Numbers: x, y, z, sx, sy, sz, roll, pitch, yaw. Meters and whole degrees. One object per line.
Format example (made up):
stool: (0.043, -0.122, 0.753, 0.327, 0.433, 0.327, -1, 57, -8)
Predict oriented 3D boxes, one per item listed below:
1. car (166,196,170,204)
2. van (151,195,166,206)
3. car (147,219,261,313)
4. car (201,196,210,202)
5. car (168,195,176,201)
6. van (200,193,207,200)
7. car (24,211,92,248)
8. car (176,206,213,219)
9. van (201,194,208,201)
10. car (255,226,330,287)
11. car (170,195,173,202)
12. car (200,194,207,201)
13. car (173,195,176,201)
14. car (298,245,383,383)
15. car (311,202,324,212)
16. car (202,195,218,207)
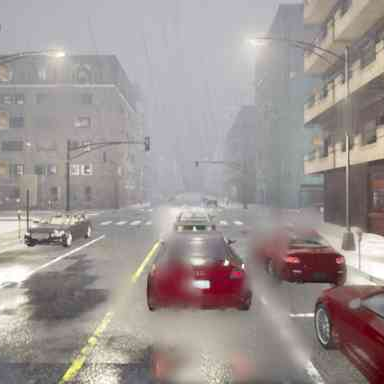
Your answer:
car: (-5.419, 1.556, 58.473, 1.947, 1.339, 4.313, 1, 0, 0)
van: (-5.533, 1.333, 52.811, 1.690, 1.788, 3.998, 1, 0, 0)
car: (0.114, 1.564, 7.742, 1.994, 1.385, 4.181, 0, 0, -1)
car: (3.086, 1.567, 75.398, 1.802, 1.307, 4.206, 1, 0, 0)
car: (-5.210, 1.528, 86.826, 1.887, 1.381, 4.507, 1, 0, 0)
van: (3.215, 1.321, 92.409, 1.690, 1.788, 3.998, 1, 0, 0)
car: (-5.755, 1.550, 14.765, 2.008, 1.369, 4.403, 1, 0, 0)
car: (0.119, 1.599, 16.560, 1.895, 1.301, 4.718, 0, 0, 0)
van: (3.173, 1.323, 86.738, 1.690, 1.788, 3.998, 1, 0, 0)
car: (2.676, 1.581, 9.018, 1.802, 1.307, 4.206, 1, 0, 0)
car: (-5.375, 1.429, 64.143, 1.967, 1.590, 4.097, 1, 0, 0)
car: (3.044, 1.537, 69.728, 2.008, 1.369, 4.403, 1, 0, 0)
car: (-5.294, 1.552, 75.485, 1.947, 1.339, 4.313, 1, 0, 0)
car: (2.671, 1.582, 3.347, 1.802, 1.307, 4.206, 1, 0, 0)
car: (15.584, 1.507, 36.901, 4.507, 1.381, 1.887, 0, -1, 1)
car: (3.014, 1.542, 51.141, 2.008, 1.369, 4.403, 1, 0, 0)
